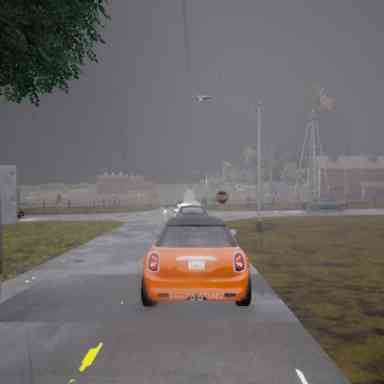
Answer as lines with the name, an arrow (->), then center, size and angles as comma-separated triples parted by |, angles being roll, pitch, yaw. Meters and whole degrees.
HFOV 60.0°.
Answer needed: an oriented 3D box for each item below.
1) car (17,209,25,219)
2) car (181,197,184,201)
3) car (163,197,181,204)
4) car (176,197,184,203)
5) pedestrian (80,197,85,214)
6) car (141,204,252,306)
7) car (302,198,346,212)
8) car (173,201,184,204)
car -> -18.006, 1.928, 31.136 | 4.181, 1.385, 1.994 | -1, 1, 0
car -> -2.916, 1.791, 67.248 | 2.033, 1.411, 5.357 | 0, -1, 0
car -> -2.941, 1.589, 46.911 | 1.837, 1.490, 4.892 | 0, 0, 0
car -> -2.924, 1.967, 82.068 | 1.994, 1.385, 4.181 | 0, -1, 0
pedestrian -> -12.232, 1.477, 37.088 | 0.375, 1.860, 0.375 | 0, 2, 0
car -> 0.077, 1.347, 8.151 | 2.097, 1.767, 4.553 | 0, 0, 0
car -> 13.431, 1.276, 34.001 | 4.181, 1.385, 1.994 | -1, 1, -2
car -> -0.032, 1.510, 18.989 | 1.837, 1.490, 4.892 | 0, 0, -2
